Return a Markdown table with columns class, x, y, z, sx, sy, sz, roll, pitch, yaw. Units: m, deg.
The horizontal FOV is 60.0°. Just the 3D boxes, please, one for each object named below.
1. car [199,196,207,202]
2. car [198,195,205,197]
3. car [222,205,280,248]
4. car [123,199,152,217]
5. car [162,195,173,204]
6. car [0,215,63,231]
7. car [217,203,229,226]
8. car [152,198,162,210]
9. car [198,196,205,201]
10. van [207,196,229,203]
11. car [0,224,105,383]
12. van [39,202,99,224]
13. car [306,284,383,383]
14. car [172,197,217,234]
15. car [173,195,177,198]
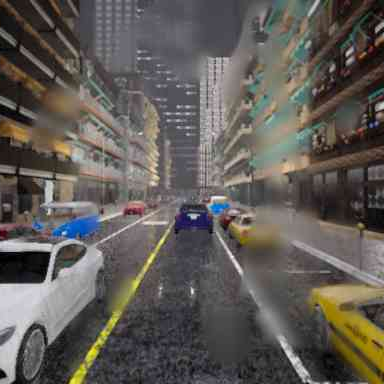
| class | x | y | z | sx | sy | sz | roll | pitch | yaw |
| --- | --- | --- | --- | --- | --- | --- | --- | --- | --- |
| car | 2.563 | 1.652 | 77.054 | 1.802 | 1.307 | 4.206 | 0 | 0 | 0 |
| car | 0.097 | 1.368 | 39.778 | 2.097 | 1.767 | 4.553 | 0 | 0 | 0 |
| car | 2.571 | 1.525 | 14.637 | 1.752 | 1.417 | 4.829 | 0 | 0 | 0 |
| car | -5.311 | 1.555 | 31.526 | 1.887 | 1.381 | 4.507 | 0 | 0 | 0 |
| car | -5.314 | 1.489 | 65.665 | 1.967 | 1.590 | 4.097 | 0 | 0 | 0 |
| car | -5.309 | 1.544 | 8.767 | 1.887 | 1.381 | 4.507 | 1 | 0 | 0 |
| car | 2.570 | 1.584 | 20.156 | 1.802 | 1.307 | 4.206 | 0 | 0 | 0 |
| car | -5.313 | 1.564 | 42.906 | 1.887 | 1.381 | 4.507 | 0 | 0 | 0 |
| car | 2.562 | 1.677 | 88.432 | 1.802 | 1.307 | 4.206 | 0 | 0 | 0 |
| van | 2.571 | 1.351 | 31.536 | 1.690 | 1.788 | 3.998 | 0 | 0 | 0 |
| car | -2.750 | 1.525 | 5.456 | 1.812 | 1.442 | 4.674 | 0 | 0 | 0 |
| van | -5.307 | 1.342 | 14.456 | 1.690 | 1.788 | 3.998 | 1 | 0 | 0 |
| car | 2.572 | 1.524 | 3.258 | 1.752 | 1.417 | 4.829 | 0 | 0 | 0 |
| car | 0.095 | 1.354 | 19.511 | 2.097 | 1.767 | 4.553 | 0 | 0 | 0 |
| car | -5.316 | 1.523 | 82.735 | 1.967 | 1.590 | 4.097 | 0 | 0 | 0 |
